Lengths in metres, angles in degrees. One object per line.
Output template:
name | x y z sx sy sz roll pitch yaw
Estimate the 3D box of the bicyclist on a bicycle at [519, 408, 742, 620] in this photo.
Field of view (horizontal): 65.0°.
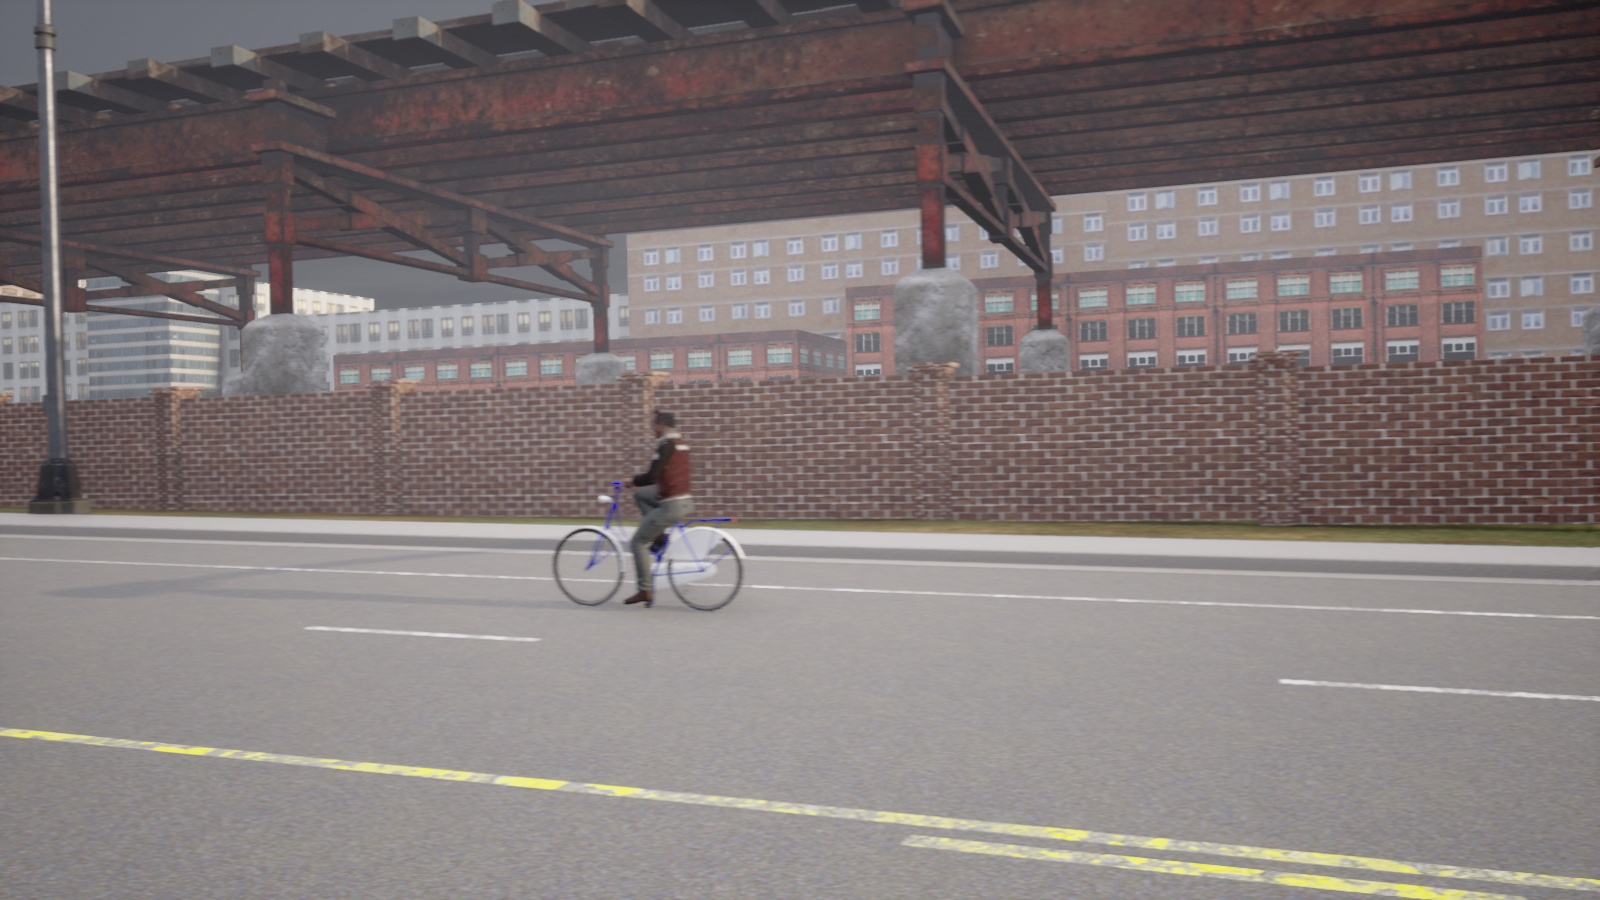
bicyclist on a bicycle | -1.494 0.521 11.079 1.843 1.776 0.659 1 1 19
